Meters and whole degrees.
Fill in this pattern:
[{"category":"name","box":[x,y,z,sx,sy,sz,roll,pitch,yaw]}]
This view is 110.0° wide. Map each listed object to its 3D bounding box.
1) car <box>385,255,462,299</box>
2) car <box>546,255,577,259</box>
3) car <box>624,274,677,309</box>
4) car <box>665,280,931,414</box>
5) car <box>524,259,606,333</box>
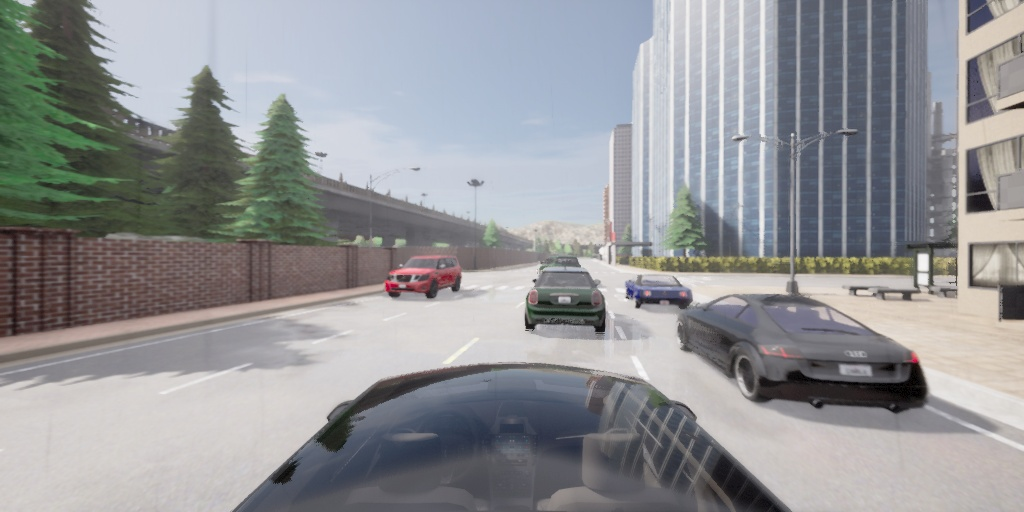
[{"category":"car","box":[-4.295,0.981,18.488,2.150,2.045,5.566,0,0,11]},{"category":"car","box":[3.392,0.993,26.299,2.150,2.045,5.566,1,0,-6]},{"category":"car","box":[5.845,1.378,14.945,1.895,1.301,4.718,0,0,11]},{"category":"car","box":[4.380,1.333,6.266,1.994,1.385,4.181,0,0,8]},{"category":"car","box":[1.642,1.112,11.029,2.097,1.767,4.553,0,0,9]}]
